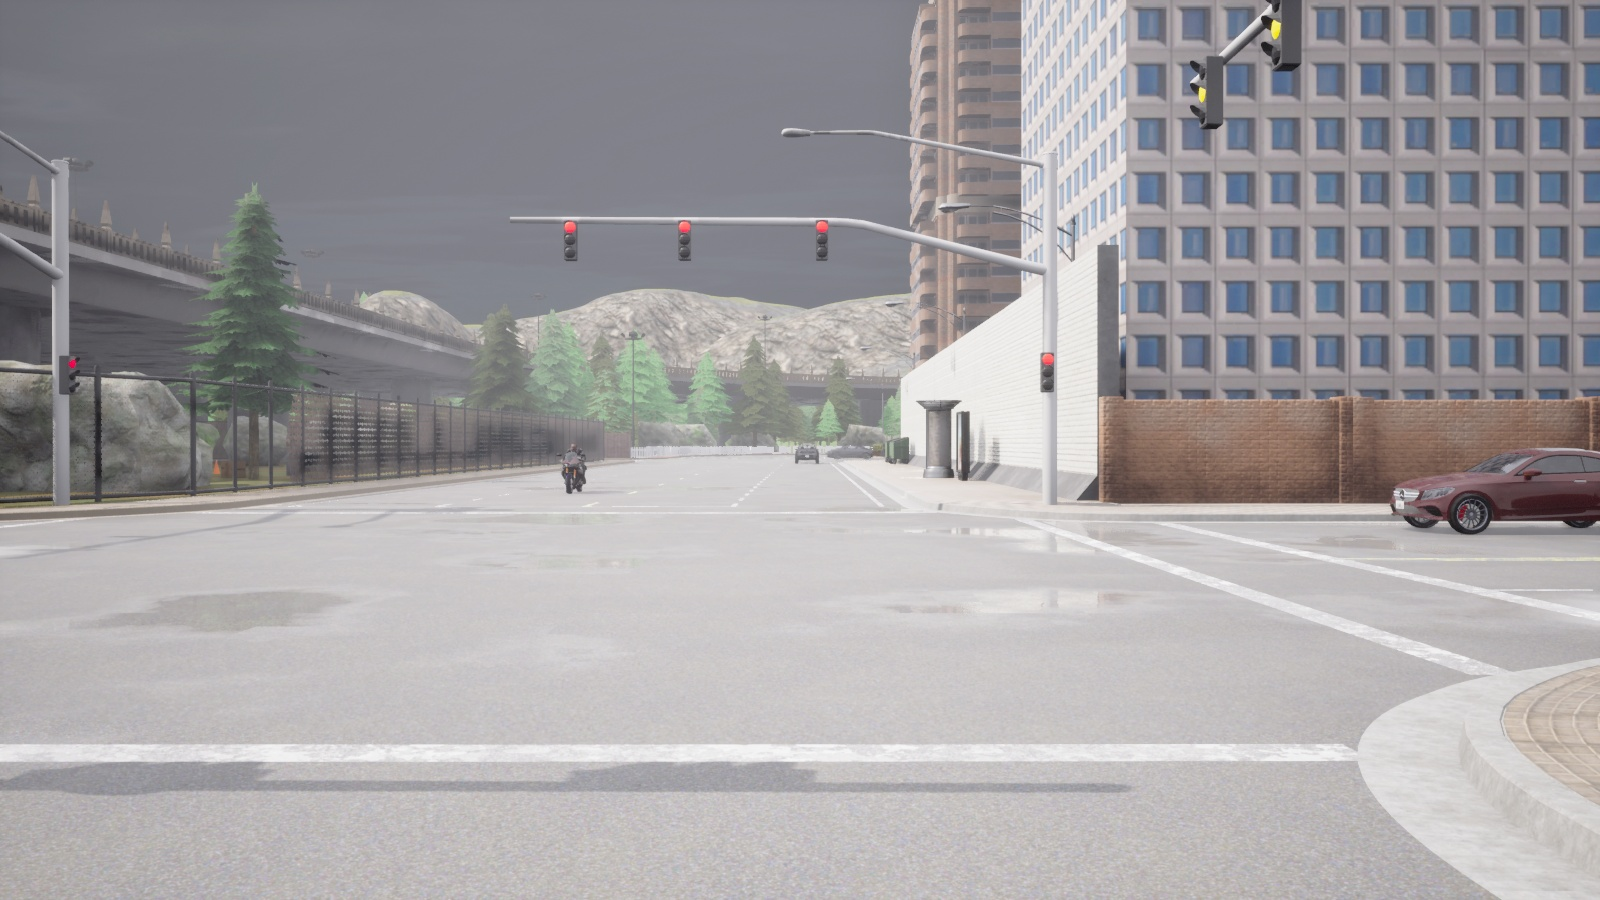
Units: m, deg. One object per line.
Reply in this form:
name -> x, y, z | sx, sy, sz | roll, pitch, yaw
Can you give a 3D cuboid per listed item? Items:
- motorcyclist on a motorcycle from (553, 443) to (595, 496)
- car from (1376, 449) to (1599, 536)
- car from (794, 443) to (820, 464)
motorcyclist on a motorcycle -> -6.779, 0.563, 37.779 | 0.866, 1.530, 2.191 | 0, 0, 0
car -> 12.785, 0.714, 21.879 | 4.674, 1.442, 1.812 | 0, 0, 0
car -> 0.512, 0.246, 91.154 | 1.816, 1.474, 4.193 | 0, 0, 0
